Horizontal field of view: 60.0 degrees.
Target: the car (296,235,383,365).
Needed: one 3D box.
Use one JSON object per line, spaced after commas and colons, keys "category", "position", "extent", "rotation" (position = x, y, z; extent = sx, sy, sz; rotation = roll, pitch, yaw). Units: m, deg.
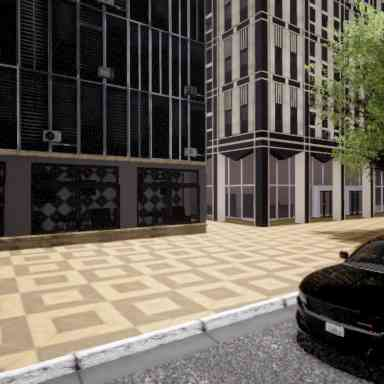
{"category": "car", "position": [3.854, 1.478, 5.681], "extent": [5.008, 1.535, 1.882], "rotation": [0, 0, -35]}
